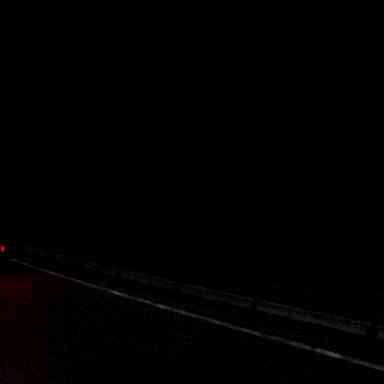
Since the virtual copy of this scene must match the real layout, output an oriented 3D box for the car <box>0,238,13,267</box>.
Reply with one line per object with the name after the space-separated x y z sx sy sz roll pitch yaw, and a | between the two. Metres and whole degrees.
-7.391 1.619 10.292 4.718 1.301 1.895 0 0 42 | car
